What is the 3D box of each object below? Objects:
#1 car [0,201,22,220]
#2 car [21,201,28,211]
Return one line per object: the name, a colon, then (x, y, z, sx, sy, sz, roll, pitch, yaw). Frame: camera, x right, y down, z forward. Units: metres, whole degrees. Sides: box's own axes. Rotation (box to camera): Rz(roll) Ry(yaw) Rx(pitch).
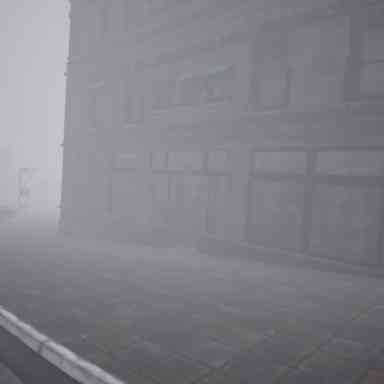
car: (-19.710, 1.993, 34.365, 1.882, 1.535, 5.008, 3, -1, -10)
car: (-25.106, 2.013, 47.660, 1.812, 1.442, 4.674, 3, -1, -6)
